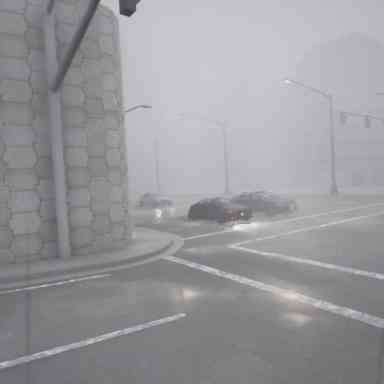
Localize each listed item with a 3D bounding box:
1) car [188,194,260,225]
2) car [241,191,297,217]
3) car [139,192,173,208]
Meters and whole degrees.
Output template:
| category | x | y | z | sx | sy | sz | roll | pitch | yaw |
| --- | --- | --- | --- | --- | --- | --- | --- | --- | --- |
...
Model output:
| category | x | y | z | sx | sy | sz | roll | pitch | yaw |
| --- | --- | --- | --- | --- | --- | --- | --- | --- | --- |
| car | 1.535 | 1.010 | 19.409 | 1.994 | 1.385 | 4.181 | -5 | 3 | -35 |
| car | 4.427 | 0.699 | 21.453 | 2.128 | 1.511 | 4.902 | -5 | 3 | -36 |
| car | -3.670 | 0.733 | 32.852 | 1.812 | 1.442 | 4.674 | -5 | 3 | -35 |
